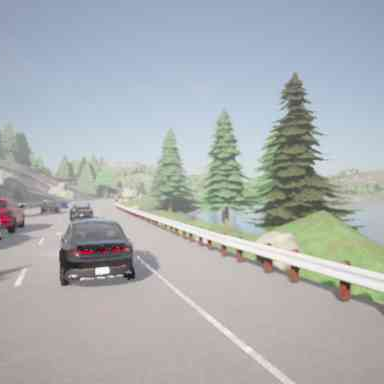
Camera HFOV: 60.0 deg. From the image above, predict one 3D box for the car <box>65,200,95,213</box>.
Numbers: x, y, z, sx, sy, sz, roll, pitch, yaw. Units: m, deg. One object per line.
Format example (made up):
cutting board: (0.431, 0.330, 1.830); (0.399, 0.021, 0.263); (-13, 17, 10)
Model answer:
car: (-9.502, 1.661, 28.737); (2.128, 1.511, 4.902); (0, 0, -18)

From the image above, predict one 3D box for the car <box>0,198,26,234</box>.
car: (-11.659, 1.371, 20.244); (2.150, 2.045, 5.566); (0, 0, -19)

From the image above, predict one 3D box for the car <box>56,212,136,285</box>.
car: (-2.907, 1.562, 9.841); (1.837, 1.490, 4.892); (0, 0, -21)

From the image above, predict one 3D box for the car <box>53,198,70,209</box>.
car: (-20.507, 1.804, 52.373); (1.882, 1.535, 5.008); (0, 0, -15)

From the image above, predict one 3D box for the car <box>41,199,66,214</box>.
car: (-16.574, 1.743, 39.241); (2.128, 1.511, 4.902); (0, 0, -16)

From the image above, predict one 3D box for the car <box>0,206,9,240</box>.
car: (-9.670, 1.590, 14.563); (1.882, 1.535, 5.008); (0, 0, -20)
